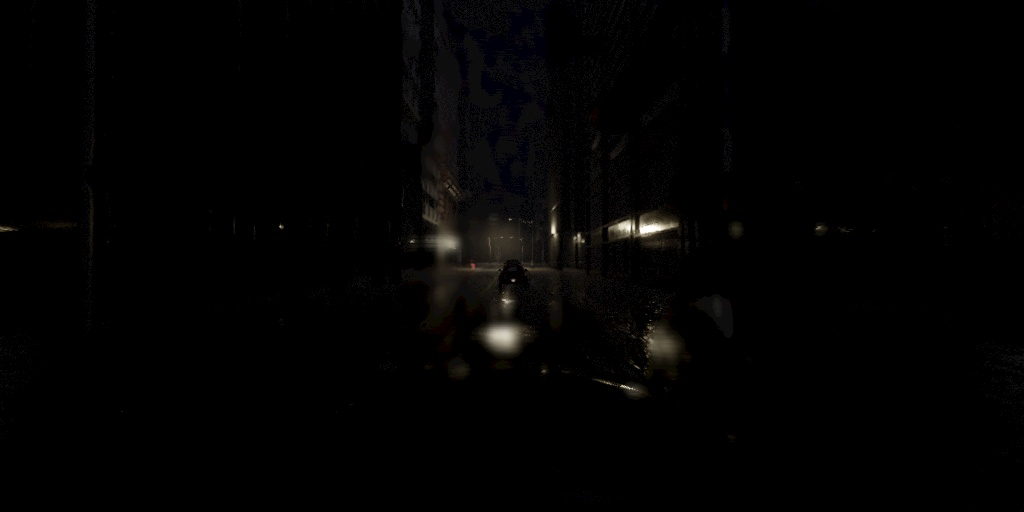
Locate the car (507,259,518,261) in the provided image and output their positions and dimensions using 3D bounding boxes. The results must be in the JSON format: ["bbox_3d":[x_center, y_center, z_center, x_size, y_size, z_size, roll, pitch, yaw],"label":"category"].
[{"bbox_3d":[0.051,1.191,43.957,2.097,1.767,4.553,0,0,0],"label":"car"}]

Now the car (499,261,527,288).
[{"bbox_3d":[0.075,1.304,24.288,1.812,1.442,4.674,0,0,0],"label":"car"}]
